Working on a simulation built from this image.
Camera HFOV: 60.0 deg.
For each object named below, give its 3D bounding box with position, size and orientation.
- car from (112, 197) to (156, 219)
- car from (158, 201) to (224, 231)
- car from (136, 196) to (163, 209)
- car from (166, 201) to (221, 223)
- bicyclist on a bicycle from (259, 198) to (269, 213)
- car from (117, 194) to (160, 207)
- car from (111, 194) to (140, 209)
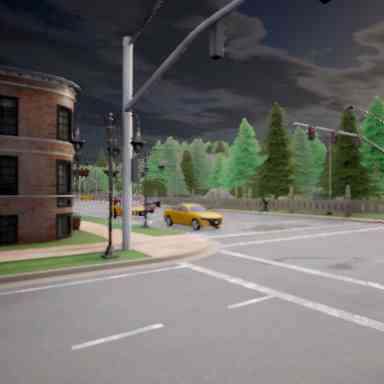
[{"bbox_3d":[-5.452,1.533,29.483,1.882,1.535,5.008,0,0,-35],"label":"car"},{"bbox_3d":[0.017,1.533,21.634,1.882,1.535,5.008,0,0,-35],"label":"car"},{"bbox_3d":[-6.411,1.455,49.336,2.097,1.767,4.553,0,0,-35],"label":"car"},{"bbox_3d":[0.002,1.563,27.774,2.128,1.511,4.902,0,0,-35],"label":"car"},{"bbox_3d":[7.752,1.423,35.846,1.656,1.620,0.582,0,0,-35],"label":"bicyclist on a bicycle"},{"bbox_3d":[-6.088,1.293,36.551,2.150,2.045,5.566,0,0,-35],"label":"car"},{"bbox_3d":[-9.631,1.310,47.842,2.150,2.045,5.566,0,0,-35],"label":"car"}]
